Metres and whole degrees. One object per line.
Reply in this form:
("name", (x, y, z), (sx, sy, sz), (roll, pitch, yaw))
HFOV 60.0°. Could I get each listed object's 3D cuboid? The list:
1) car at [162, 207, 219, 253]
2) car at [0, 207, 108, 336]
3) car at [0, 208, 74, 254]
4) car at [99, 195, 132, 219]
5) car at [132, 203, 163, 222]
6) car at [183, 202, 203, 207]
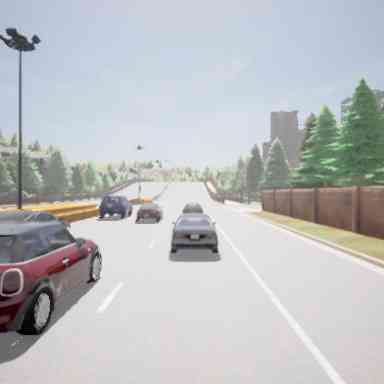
("car", (0.092, 1.587, 13.932), (2.033, 1.411, 5.357), (0, 0, 0))
("car", (-3.401, 1.373, 6.863), (2.097, 1.767, 4.553), (0, 0, 0))
("car", (-6.907, 1.544, 14.461), (1.837, 1.490, 4.892), (0, -1, 0))
("car", (-6.914, 1.310, 30.677), (2.150, 2.045, 5.566), (0, 0, 0))
("car", (-3.414, 1.603, 27.239), (1.812, 1.442, 4.674), (0, 0, 0))
("car", (0.086, 1.652, 30.984), (1.994, 1.385, 4.181), (0, 0, 0))
